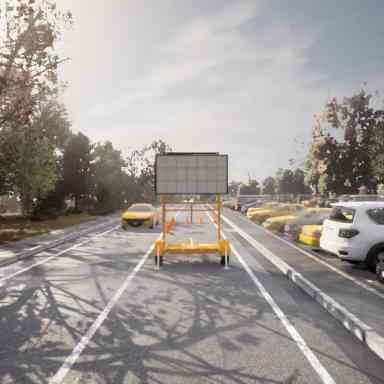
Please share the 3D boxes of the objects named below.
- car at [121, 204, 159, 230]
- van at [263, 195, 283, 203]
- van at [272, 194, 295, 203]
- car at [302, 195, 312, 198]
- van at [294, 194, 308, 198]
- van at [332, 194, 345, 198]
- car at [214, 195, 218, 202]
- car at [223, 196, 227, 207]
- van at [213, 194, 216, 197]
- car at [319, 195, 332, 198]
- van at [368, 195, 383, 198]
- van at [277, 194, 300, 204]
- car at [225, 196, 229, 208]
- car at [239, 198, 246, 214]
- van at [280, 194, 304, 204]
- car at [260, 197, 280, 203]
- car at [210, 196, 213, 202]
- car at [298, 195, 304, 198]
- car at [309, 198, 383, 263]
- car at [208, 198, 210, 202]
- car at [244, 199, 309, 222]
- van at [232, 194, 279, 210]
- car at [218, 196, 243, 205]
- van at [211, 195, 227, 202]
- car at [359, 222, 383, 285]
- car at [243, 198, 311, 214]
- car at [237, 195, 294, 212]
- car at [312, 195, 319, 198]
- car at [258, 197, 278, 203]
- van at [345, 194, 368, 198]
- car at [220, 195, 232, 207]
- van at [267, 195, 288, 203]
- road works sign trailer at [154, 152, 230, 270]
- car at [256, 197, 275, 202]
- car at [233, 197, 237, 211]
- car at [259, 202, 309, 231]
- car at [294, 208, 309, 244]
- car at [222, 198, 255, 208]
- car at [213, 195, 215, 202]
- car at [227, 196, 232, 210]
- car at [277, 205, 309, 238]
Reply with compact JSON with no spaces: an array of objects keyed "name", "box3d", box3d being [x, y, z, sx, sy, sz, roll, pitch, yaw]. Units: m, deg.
[{"name":"car","box3d":[-3.221,1.514,21.379,1.882,1.535,5.008,0,0,0]},{"name":"van","box3d":[20.665,1.749,84.852,4.442,1.987,1.878,0,-1,0]},{"name":"van","box3d":[20.340,1.530,73.925,4.442,1.987,1.878,0,-1,0]},{"name":"car","box3d":[20.266,1.636,51.630,5.008,1.535,2.097,0,0,0]},{"name":"van","box3d":[20.435,1.441,57.295,4.442,1.987,1.878,0,0,0]},{"name":"van","box3d":[20.063,1.352,40.551,4.442,1.987,1.878,0,0,0]},{"name":"car","box3d":[7.054,1.672,57.394,5.366,1.575,1.946,0,0,0]},{"name":"car","box3d":[7.118,1.645,46.288,4.792,1.488,2.163,0,0,0]},{"name":"van","box3d":[7.238,1.523,71.275,4.442,1.987,1.878,0,0,0]},{"name":"car","box3d":[20.174,1.341,43.320,5.566,2.045,2.435,0,0,0]},{"name":"van","box3d":[20.002,1.310,32.225,4.442,1.987,1.878,0,0,0]},{"name":"van","box3d":[20.549,1.514,71.020,4.442,1.987,1.878,0,0,0]},{"name":"car","box3d":[7.095,1.630,43.512,4.792,1.488,2.163,0,0,0]},{"name":"car","box3d":[7.003,1.536,29.631,4.892,1.521,2.231,0,0,0]},{"name":"van","box3d":[20.527,1.500,68.375,4.442,1.987,1.878,0,0,0]},{"name":"car","box3d":[20.565,2.035,87.617,4.892,1.521,2.231,0,-1,0]},{"name":"car","box3d":[7.406,1.512,74.050,5.566,2.045,2.435,0,0,0]},{"name":"car","box3d":[20.298,1.692,54.524,4.674,1.452,2.002,0,0,0]},{"name":"car","box3d":[6.876,1.329,10.209,5.566,2.045,2.435,0,0,0]},{"name":"car","box3d":[7.521,2.105,90.682,5.008,1.535,2.097,0,-1,0]},{"name":"car","box3d":[6.778,1.533,24.213,5.366,1.575,1.946,0,0,0]},{"name":"van","box3d":[7.194,1.345,37.960,4.442,1.987,1.878,0,0,0]},{"name":"car","box3d":[7.254,1.579,62.945,4.553,1.767,2.185,0,0,0]},{"name":"van","box3d":[7.656,1.939,93.462,4.442,1.987,1.878,0,-1,0]},{"name":"car","box3d":[6.830,1.590,7.434,5.008,1.535,2.097,0,0,0]},{"name":"car","box3d":[7.171,1.530,26.862,5.366,1.575,1.946,0,0,0]},{"name":"car","box3d":[7.063,1.418,32.411,4.553,1.767,2.185,0,0,0]},{"name":"car","box3d":[20.197,1.356,46.090,5.566,2.045,2.435,0,0,0]},{"name":"car","box3d":[20.589,2.093,90.387,5.008,1.535,2.097,0,-1,0]},{"name":"van","box3d":[20.273,1.337,37.779,4.442,1.987,1.878,0,0,0]},{"name":"car","box3d":[6.985,1.627,49.066,5.366,1.575,1.946,0,0,0]},{"name":"van","box3d":[20.385,1.630,79.316,4.442,1.987,1.878,0,-1,0]},{"name":"road works sign trailer","box3d":[-0.014,0.480,11.132,2.380,3.560,2.880,0,0,-1]},{"name":"car","box3d":[20.613,2.155,93.282,5.008,1.535,2.097,0,-1,0]},{"name":"car","box3d":[7.084,1.586,35.183,4.792,1.488,2.163,0,0,0]},{"name":"car","box3d":[6.731,1.549,18.540,5.366,1.575,1.946,0,0,0]},{"name":"car","box3d":[7.056,1.568,12.985,5.366,1.575,1.946,0,0,0]},{"name":"car","box3d":[7.200,1.646,51.840,4.892,1.521,2.231,0,0,0]},{"name":"car","box3d":[7.303,1.719,65.721,5.008,1.535,2.097,0,0,0]},{"name":"car","box3d":[7.072,1.615,40.736,4.792,1.488,2.163,0,0,0]},{"name":"car","box3d":[6.900,1.563,15.762,4.892,1.521,2.231,0,0,0]}]
